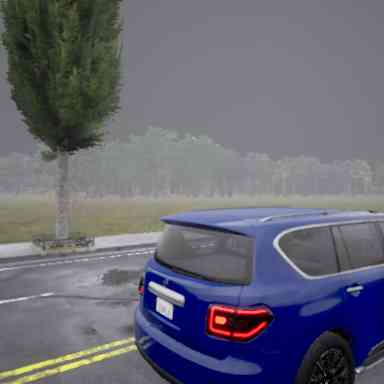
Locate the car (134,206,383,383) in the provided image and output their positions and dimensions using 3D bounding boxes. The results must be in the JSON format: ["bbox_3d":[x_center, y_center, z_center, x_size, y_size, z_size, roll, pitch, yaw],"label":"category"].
[{"bbox_3d":[1.920,1.224,4.834,5.566,2.045,2.150,0,0,-35],"label":"car"}]
